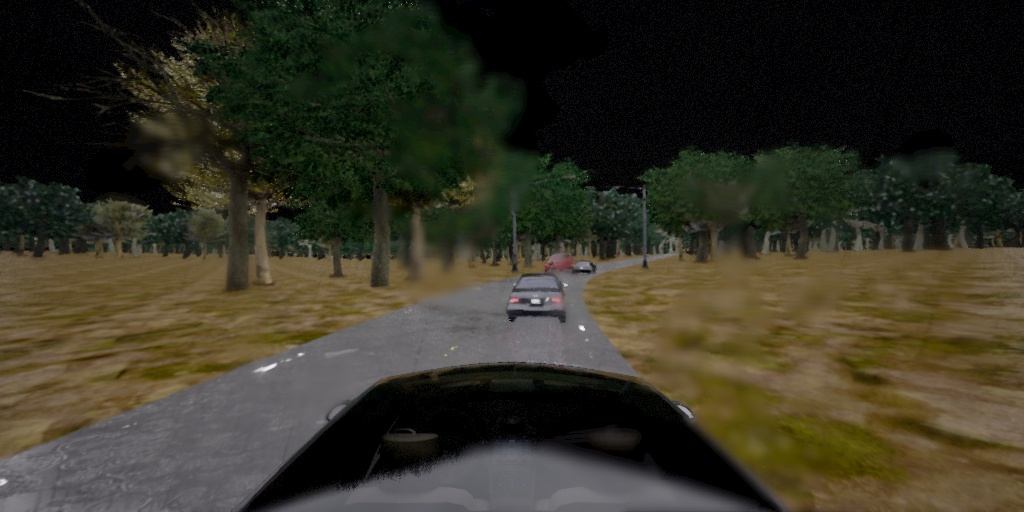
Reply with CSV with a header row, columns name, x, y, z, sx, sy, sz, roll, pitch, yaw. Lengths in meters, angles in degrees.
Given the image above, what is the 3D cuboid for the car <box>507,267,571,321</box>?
name,x,y,z,sx,sy,sz,roll,pitch,yaw
car,0.952,1.297,12.439,2.033,1.411,5.357,0,0,6

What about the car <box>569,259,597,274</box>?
name,x,y,z,sx,sy,sz,roll,pitch,yaw
car,7.893,1.159,38.612,1.994,1.385,4.181,-1,0,22

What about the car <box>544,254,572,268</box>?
name,x,y,z,sx,sy,sz,roll,pitch,yaw
car,5.479,0.827,41.239,2.150,2.045,5.566,-1,0,24
